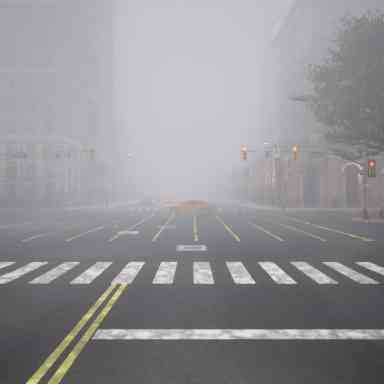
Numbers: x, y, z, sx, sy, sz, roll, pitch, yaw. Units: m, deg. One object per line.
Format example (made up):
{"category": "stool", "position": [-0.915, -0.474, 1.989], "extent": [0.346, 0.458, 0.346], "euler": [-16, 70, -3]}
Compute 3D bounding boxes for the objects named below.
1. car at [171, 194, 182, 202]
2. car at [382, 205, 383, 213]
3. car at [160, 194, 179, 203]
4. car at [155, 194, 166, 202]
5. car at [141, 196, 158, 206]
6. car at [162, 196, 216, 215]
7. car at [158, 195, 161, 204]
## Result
{"category": "car", "position": [-3.493, 1.355, 75.053], "extent": [2.097, 1.767, 4.553], "euler": [0, 0, 0]}
{"category": "car", "position": [21.331, 1.352, 32.877], "extent": [4.553, 1.767, 2.097], "euler": [0, 0, 0]}
{"category": "car", "position": [-3.683, 1.478, 55.423], "extent": [1.882, 1.535, 5.008], "euler": [0, 0, 0]}
{"category": "car", "position": [-6.995, 1.355, 74.800], "extent": [2.097, 1.767, 4.553], "euler": [0, 0, 0]}
{"category": "car", "position": [-7.183, 1.505, 55.182], "extent": [1.837, 1.490, 4.892], "euler": [0, 0, 0]}
{"category": "car", "position": [-0.155, 1.477, 32.961], "extent": [5.008, 1.535, 1.882], "euler": [0, 0, 0]}
{"category": "car", "position": [-7.130, 1.478, 64.526], "extent": [1.882, 1.535, 5.008], "euler": [0, 0, 1]}
